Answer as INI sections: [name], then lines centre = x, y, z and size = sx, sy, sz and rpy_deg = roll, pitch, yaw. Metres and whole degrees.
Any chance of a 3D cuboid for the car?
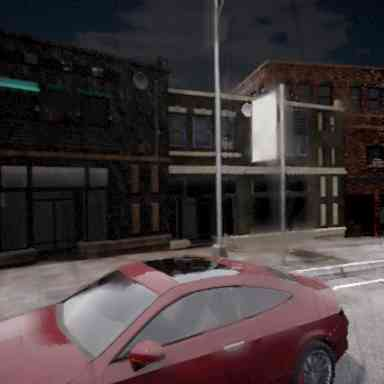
[car]
centre = -0.312, 1.495, 3.478
size = 4.674, 1.442, 1.812
rpy_deg = 0, 0, -31
